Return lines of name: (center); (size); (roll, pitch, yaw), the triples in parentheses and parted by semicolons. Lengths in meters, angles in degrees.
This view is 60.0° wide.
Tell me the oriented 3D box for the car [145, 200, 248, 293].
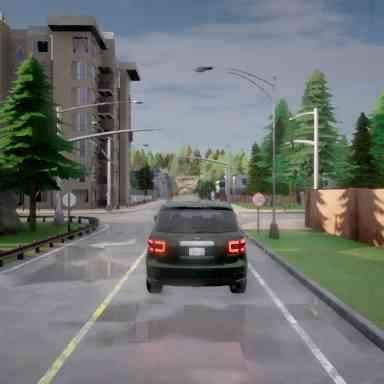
car: (0.098, 1.221, 8.979); (2.150, 2.045, 5.566); (0, 0, 0)
